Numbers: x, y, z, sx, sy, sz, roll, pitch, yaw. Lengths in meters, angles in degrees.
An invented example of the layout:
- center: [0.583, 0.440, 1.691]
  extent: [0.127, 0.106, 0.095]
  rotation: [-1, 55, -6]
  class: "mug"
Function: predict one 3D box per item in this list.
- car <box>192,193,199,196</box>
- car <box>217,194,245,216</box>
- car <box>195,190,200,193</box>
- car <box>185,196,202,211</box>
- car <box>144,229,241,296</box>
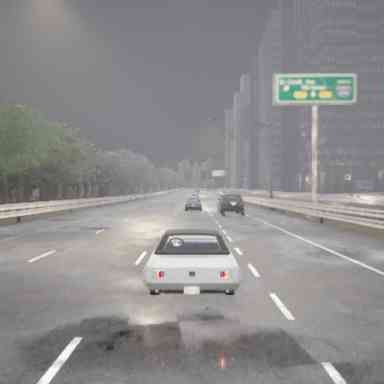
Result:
- center: [0.379, 1.325, 58.257]
  extent: [1.812, 1.442, 4.674]
  rotation: [0, 0, 1]
  class: "car"
- center: [3.718, 1.177, 32.265]
  extent: [2.150, 2.045, 5.566]
  rotation: [0, 0, 0]
  class: "car"
- center: [0.929, 0.986, 92.158]
  extent: [1.882, 1.535, 5.008]
  rotation: [0, 1, 1]
  class: "car"
- center: [0.184, 1.483, 40.230]
  extent: [1.994, 1.385, 4.181]
  rotation: [0, 0, 1]
  class: "car"
- center: [0.009, 1.598, 8.600]
  extent: [1.895, 1.301, 4.718]
  rotation: [0, 0, 0]
  class: "car"
